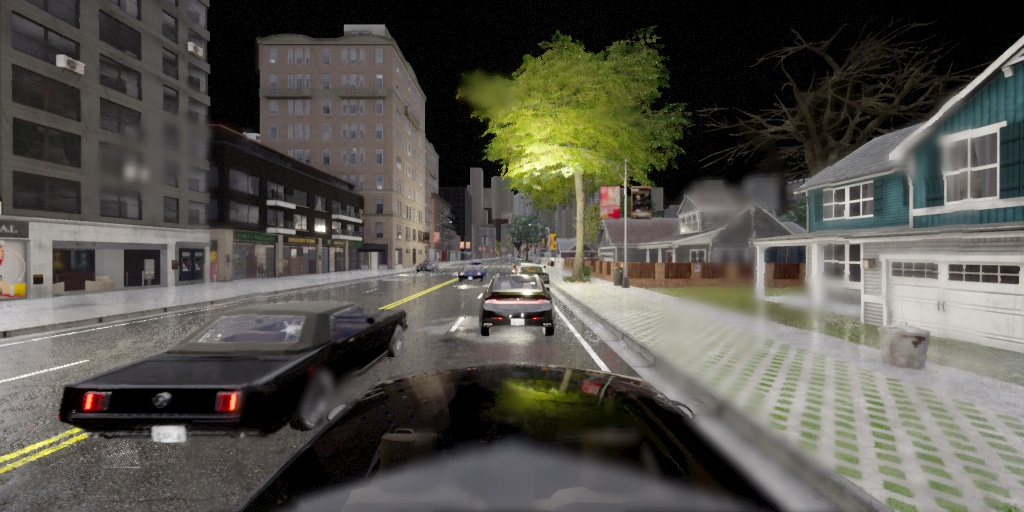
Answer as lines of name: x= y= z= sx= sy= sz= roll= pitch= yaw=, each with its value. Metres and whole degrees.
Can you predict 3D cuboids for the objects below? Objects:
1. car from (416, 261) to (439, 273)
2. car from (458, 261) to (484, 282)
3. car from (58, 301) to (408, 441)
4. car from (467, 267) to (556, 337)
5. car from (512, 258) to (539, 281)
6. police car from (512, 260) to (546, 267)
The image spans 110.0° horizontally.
car: x=-9.704 y=1.284 z=41.456 sx=1.994 sy=1.385 sz=4.181 roll=0 pitch=0 yaw=0
car: x=-3.051 y=1.333 z=28.700 sx=1.895 sy=1.301 sz=4.718 roll=0 pitch=0 yaw=0
car: x=-3.138 y=1.350 z=5.518 sx=1.895 sy=1.301 sz=4.718 roll=0 pitch=0 yaw=0
car: x=0.130 y=1.239 z=10.333 sx=2.128 sy=1.511 sz=4.902 roll=0 pitch=0 yaw=0
car: x=1.080 y=1.082 z=30.443 sx=2.097 sy=1.767 sz=4.553 roll=0 pitch=0 yaw=0
police car: x=1.044 y=1.165 z=20.583 sx=1.930 sy=1.638 sz=5.238 roll=0 pitch=0 yaw=0
